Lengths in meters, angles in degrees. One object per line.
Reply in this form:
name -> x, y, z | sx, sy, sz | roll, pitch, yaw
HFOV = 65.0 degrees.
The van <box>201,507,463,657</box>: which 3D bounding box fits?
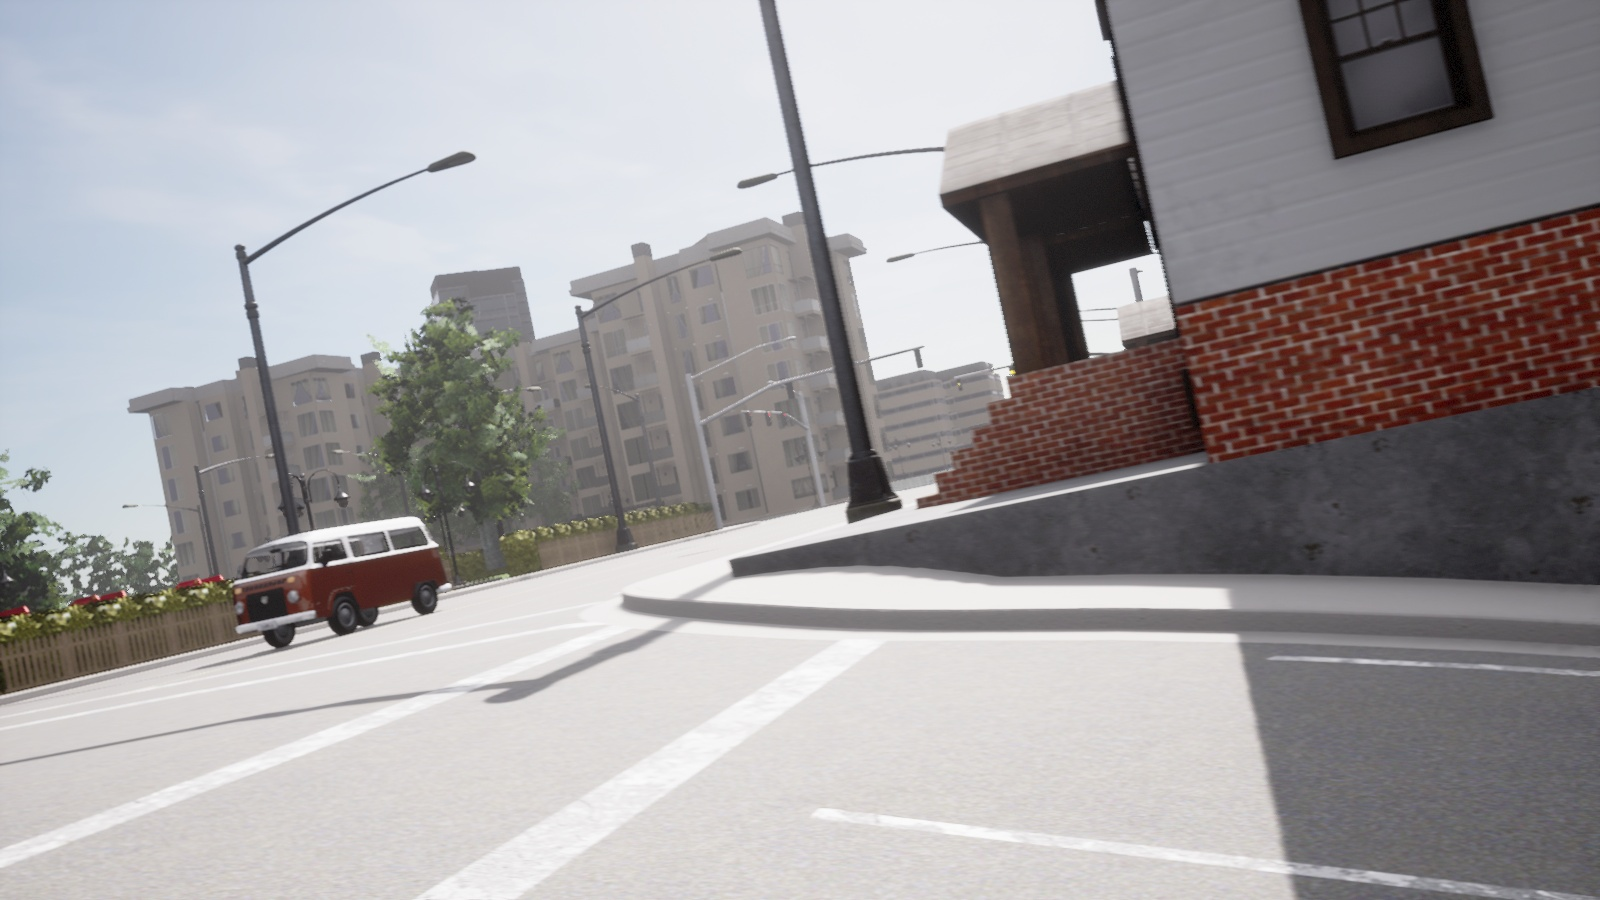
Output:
van -> -8.878, 2.447, 24.305 | 2.069, 2.038, 4.480 | -12, -3, 19
